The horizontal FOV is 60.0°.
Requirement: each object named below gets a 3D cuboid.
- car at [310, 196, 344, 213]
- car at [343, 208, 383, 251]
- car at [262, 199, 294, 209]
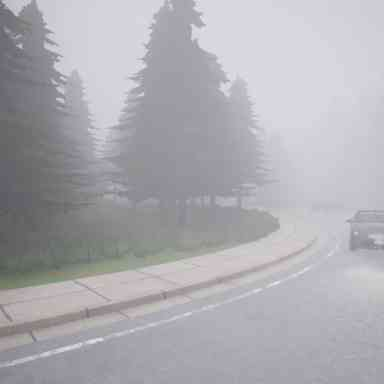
[{"bbox_3d":[14.786,1.355,36.682,2.097,1.767,4.553,0,0,-4],"label":"car"},{"bbox_3d":[7.530,1.493,13.706,2.128,1.511,4.902,0,0,26],"label":"car"},{"bbox_3d":[11.888,1.604,46.326,1.895,1.301,4.718,0,0,-26],"label":"car"}]
